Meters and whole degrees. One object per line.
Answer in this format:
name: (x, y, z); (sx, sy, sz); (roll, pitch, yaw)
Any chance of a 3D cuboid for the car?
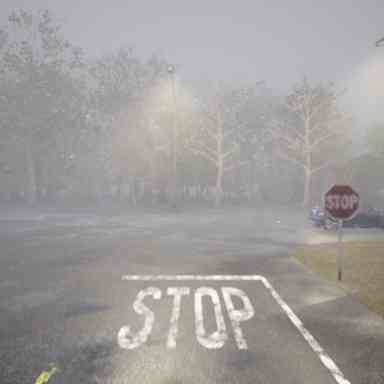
car: (8.733, 1.165, 17.971); (4.553, 1.767, 2.097); (0, 1, 0)
